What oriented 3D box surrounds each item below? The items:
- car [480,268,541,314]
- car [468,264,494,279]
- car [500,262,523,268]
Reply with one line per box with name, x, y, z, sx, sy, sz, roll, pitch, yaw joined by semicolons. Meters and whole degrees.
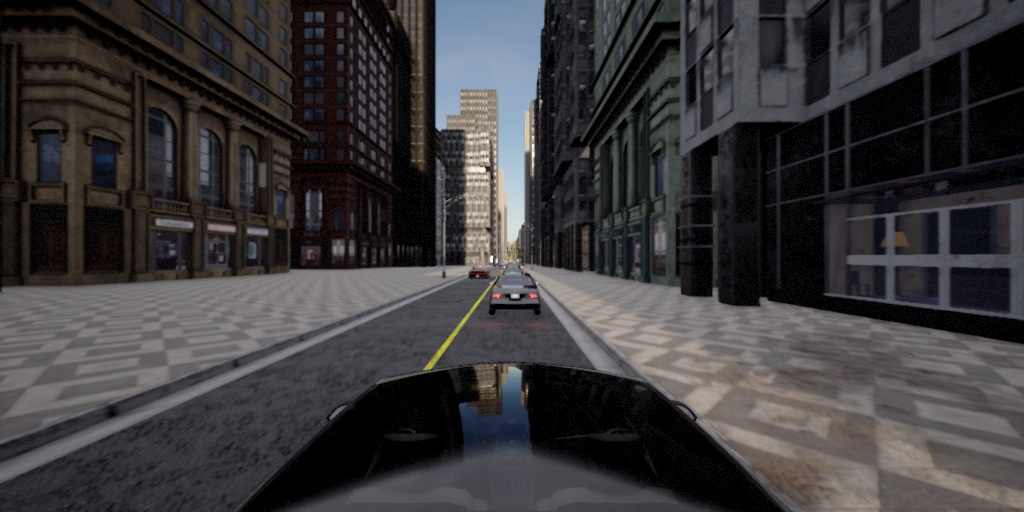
car;0.098;1.345;14.000;2.033;1.411;5.357;0;0;0
car;-3.104;1.530;34.659;1.895;1.301;4.718;0;0;0
car;0.095;1.500;35.570;1.994;1.385;4.181;0;0;0
